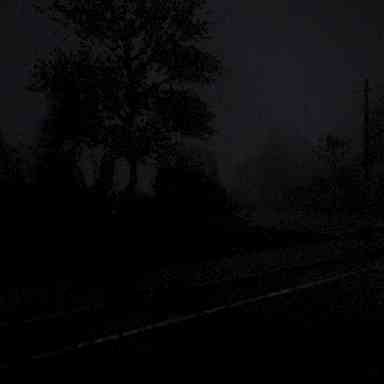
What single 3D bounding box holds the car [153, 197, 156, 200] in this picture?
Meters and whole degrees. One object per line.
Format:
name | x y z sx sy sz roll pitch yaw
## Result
car | -2.920 1.567 35.870 2.150 2.045 5.566 0 -1 -44
